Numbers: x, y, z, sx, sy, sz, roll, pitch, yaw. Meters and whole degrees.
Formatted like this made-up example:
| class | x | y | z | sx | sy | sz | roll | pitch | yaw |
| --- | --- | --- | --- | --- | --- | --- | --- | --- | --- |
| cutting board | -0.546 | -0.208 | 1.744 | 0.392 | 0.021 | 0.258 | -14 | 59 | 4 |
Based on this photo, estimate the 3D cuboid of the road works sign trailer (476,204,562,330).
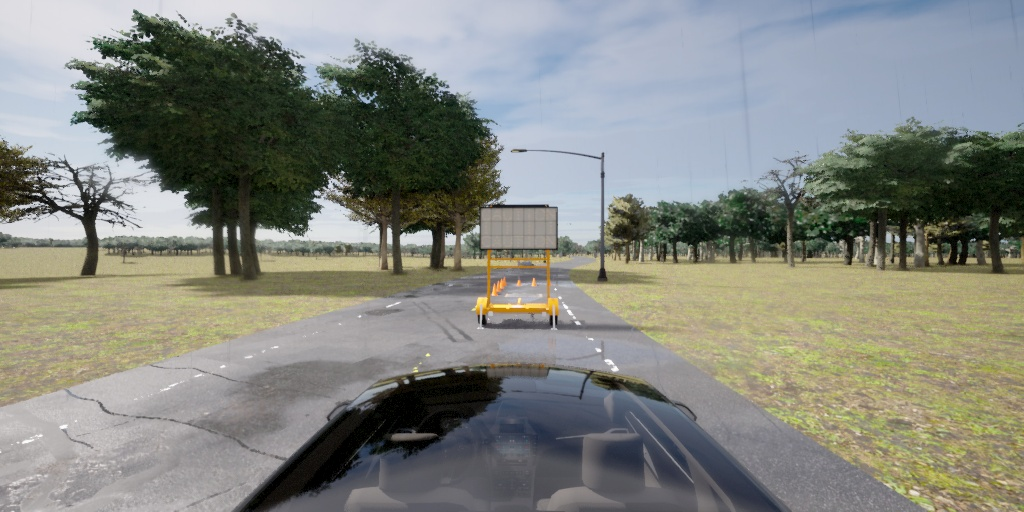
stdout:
| class | x | y | z | sx | sy | sz | roll | pitch | yaw |
| --- | --- | --- | --- | --- | --- | --- | --- | --- | --- |
| road works sign trailer | 0.207 | 0.215 | 11.139 | 2.380 | 3.560 | 2.880 | 0 | 0 | 3 |

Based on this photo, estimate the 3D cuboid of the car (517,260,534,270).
| class | x | y | z | sx | sy | sz | roll | pitch | yaw |
| --- | --- | --- | --- | --- | --- | --- | --- | --- | --- |
| car | 2.062 | 1.354 | 53.969 | 1.994 | 1.385 | 4.181 | 0 | 0 | 12 |
